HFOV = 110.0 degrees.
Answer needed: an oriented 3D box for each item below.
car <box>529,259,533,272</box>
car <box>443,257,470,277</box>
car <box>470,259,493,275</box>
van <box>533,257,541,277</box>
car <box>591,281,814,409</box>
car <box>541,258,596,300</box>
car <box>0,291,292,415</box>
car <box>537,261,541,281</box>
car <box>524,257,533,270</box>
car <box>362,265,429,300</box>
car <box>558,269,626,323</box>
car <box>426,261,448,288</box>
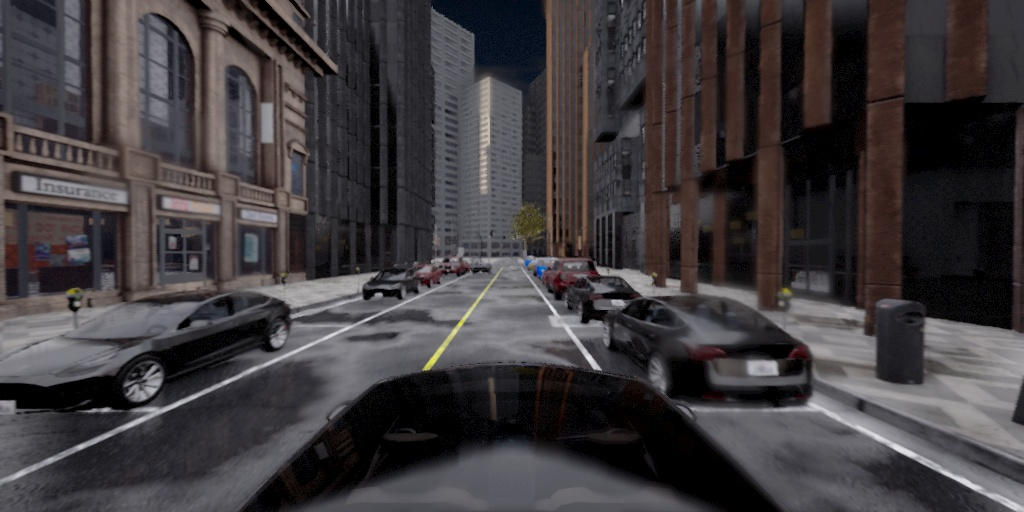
[{"bbox_3d":[2.869,1.248,34.277,1.802,1.307,4.207,0,0,0],"label":"car"},{"bbox_3d":[-5.656,0.981,34.279,2.192,1.841,5.009,0,0,0],"label":"car"},{"bbox_3d":[-3.076,1.259,37.426,1.895,1.301,4.718,0,0,0],"label":"car"},{"bbox_3d":[2.867,1.022,28.653,1.690,1.789,3.998,0,0,0],"label":"van"},{"bbox_3d":[2.859,1.305,6.156,1.948,1.339,4.313,0,0,0],"label":"car"},{"bbox_3d":[2.863,1.025,17.404,2.192,1.841,5.009,0,0,0],"label":"car"},{"bbox_3d":[-5.667,1.306,6.156,1.948,1.339,4.313,0,0,0],"label":"car"},{"bbox_3d":[2.865,1.241,23.028,1.888,1.381,4.507,0,0,0],"label":"car"},{"bbox_3d":[2.874,1.159,45.696,1.751,1.417,4.829,0,0,0],"label":"car"},{"bbox_3d":[-5.663,1.278,17.405,1.948,1.339,4.313,0,0,0],"label":"car"},{"bbox_3d":[2.861,1.291,11.780,1.948,1.339,4.313,0,0,0],"label":"car"},{"bbox_3d":[-5.661,1.243,23.029,1.888,1.381,4.507,0,0,0],"label":"car"}]
